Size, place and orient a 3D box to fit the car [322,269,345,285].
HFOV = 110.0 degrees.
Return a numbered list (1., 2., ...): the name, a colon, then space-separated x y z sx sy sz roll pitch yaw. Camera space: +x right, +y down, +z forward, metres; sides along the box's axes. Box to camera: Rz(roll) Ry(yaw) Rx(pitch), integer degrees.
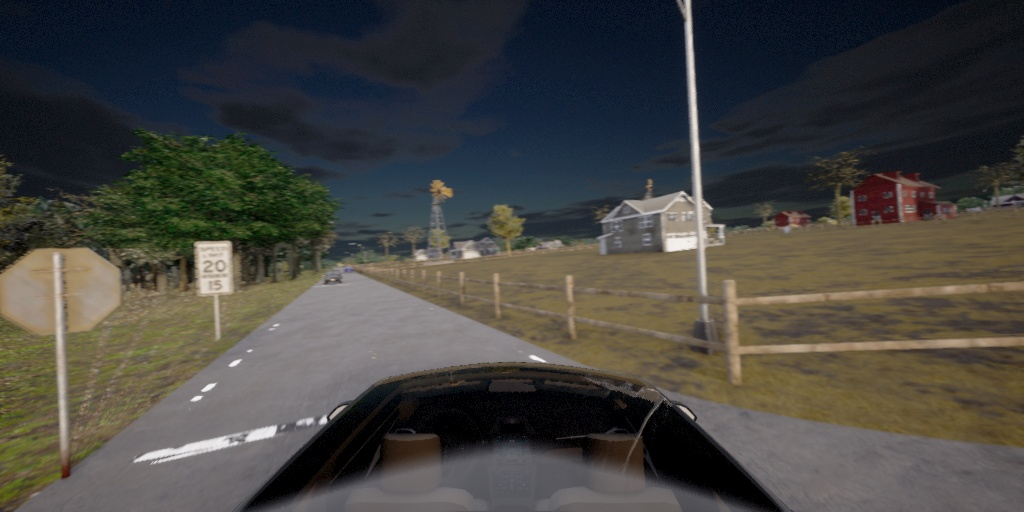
1. car: -20.733 2.474 41.634 1.837 1.490 4.892 -3 0 -26
